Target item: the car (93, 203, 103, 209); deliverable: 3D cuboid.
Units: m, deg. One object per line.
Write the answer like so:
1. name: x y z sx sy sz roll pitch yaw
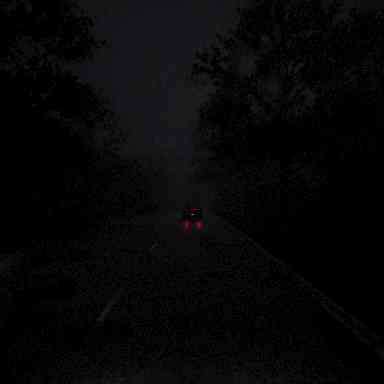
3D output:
1. car: -21.573 3.097 72.249 4.902 1.511 2.128 0 -3 0

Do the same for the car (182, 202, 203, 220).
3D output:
1. car: 0.058 1.895 33.120 2.128 1.511 4.902 -1 -1 0

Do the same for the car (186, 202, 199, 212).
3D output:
1. car: 0.043 2.394 52.787 1.882 1.535 5.008 0 -2 0

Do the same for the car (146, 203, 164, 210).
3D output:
1. car: -8.438 3.014 71.071 5.008 1.535 1.882 -1 -3 26
